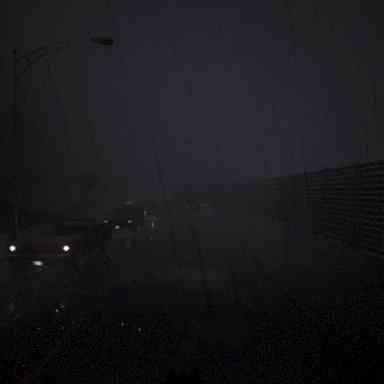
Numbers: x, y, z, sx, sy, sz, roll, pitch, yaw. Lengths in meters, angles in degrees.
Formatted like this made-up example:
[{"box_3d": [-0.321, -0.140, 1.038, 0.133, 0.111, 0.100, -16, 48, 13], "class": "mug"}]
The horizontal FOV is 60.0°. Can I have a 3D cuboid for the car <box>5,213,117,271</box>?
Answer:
[{"box_3d": [-4.094, 1.588, 11.072, 1.895, 1.301, 4.718, 0, 0, 0], "class": "car"}]

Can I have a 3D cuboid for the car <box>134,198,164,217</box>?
[{"box_3d": [-4.004, 1.529, 30.820, 1.994, 1.385, 4.181, 0, 0, 0], "class": "car"}]

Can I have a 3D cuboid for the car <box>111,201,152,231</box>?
[{"box_3d": [-4.056, 1.524, 20.834, 2.033, 1.411, 5.357, 0, 0, 0], "class": "car"}]

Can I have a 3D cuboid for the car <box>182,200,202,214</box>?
[{"box_3d": [-0.015, 1.508, 35.190, 2.033, 1.411, 5.357, 0, 0, -4], "class": "car"}]
